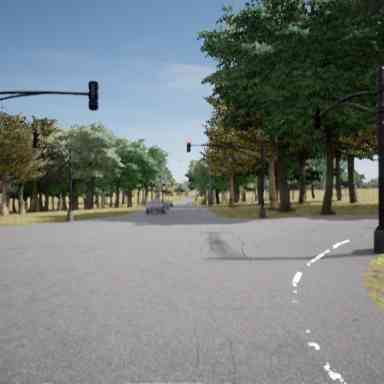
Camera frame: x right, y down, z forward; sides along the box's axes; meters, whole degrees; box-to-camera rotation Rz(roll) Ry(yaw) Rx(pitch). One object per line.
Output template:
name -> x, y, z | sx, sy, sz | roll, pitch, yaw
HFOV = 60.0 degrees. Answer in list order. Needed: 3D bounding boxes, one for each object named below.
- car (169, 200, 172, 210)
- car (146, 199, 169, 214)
car -> -4.430, 2.105, 51.148 | 1.895, 1.301, 4.718 | 0, -1, -2
car -> -4.205, 1.675, 39.687 | 2.097, 1.767, 4.553 | 0, -1, 0
